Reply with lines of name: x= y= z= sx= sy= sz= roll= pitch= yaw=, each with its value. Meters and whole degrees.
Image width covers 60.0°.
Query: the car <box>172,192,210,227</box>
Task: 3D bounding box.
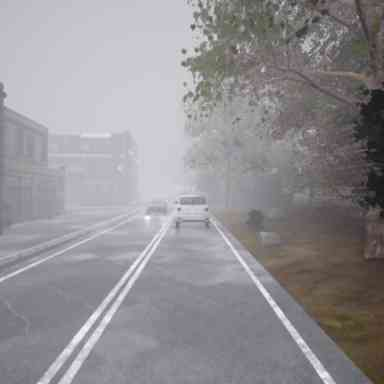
car: x=0.015 y=1.199 z=22.425 sx=2.150 sy=2.045 sz=5.566 roll=0 pitch=0 yaw=-1

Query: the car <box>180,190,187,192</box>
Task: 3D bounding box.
car: x=-2.076 y=0.558 z=83.110 sx=2.150 sy=2.045 sz=5.566 roll=0 pitch=1 yaw=-3

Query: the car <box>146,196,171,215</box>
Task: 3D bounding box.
car: x=-3.479 y=1.428 z=33.804 sx=1.882 sy=1.535 sz=5.008 roll=0 pitch=0 yaw=-1

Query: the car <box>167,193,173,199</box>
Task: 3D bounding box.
car: x=-5.227 y=1.076 z=81.125 sx=1.812 sy=1.442 sz=4.674 roll=0 pitch=1 yaw=-3

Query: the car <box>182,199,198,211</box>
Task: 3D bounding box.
car: x=-0.278 y=1.530 z=40.856 sx=1.895 sy=1.301 sz=4.718 roll=0 pitch=0 yaw=-1
